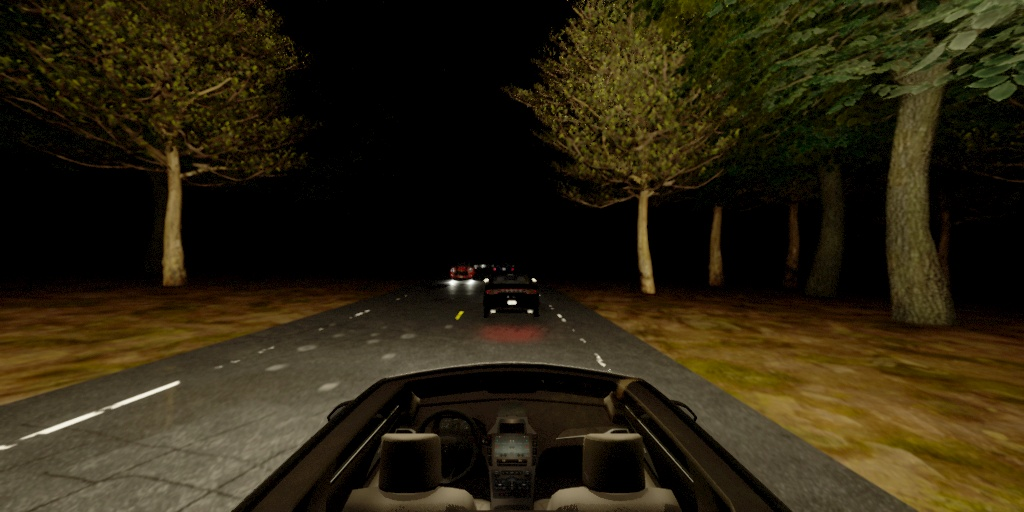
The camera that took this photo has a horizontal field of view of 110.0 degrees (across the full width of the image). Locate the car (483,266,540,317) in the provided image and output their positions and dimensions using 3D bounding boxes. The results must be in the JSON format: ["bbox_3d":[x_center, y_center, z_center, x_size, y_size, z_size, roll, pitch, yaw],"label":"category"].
[{"bbox_3d":[-0.055,1.312,13.684,1.882,1.535,5.008,0,0,-1],"label":"car"}]

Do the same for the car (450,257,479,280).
[{"bbox_3d":[-4.493,1.235,33.189,2.097,1.767,4.553,0,0,-3],"label":"car"}]

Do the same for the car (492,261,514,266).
[{"bbox_3d":[-0.838,1.264,33.775,2.097,1.767,4.553,0,0,-3],"label":"car"}]
